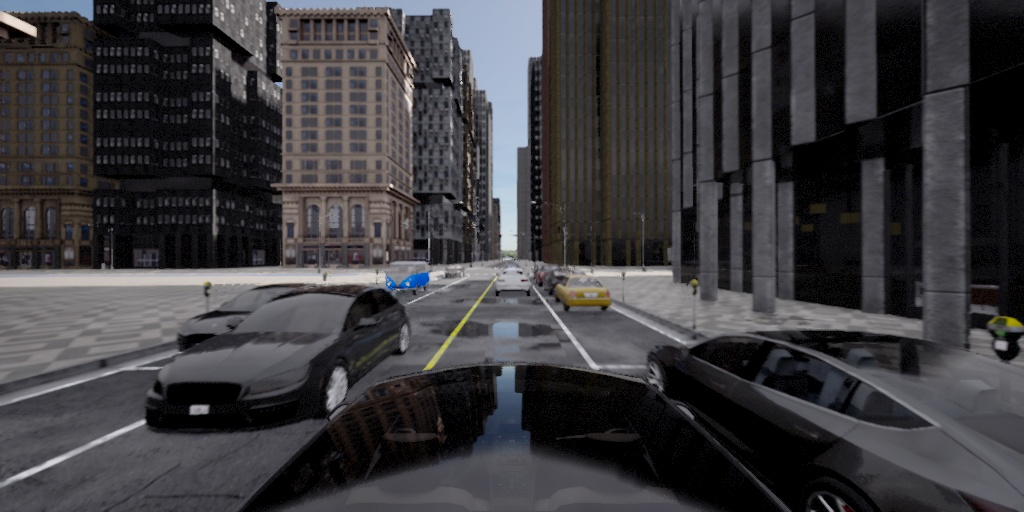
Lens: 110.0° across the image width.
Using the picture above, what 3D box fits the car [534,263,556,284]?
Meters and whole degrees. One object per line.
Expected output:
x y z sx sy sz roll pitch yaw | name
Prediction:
2.714 1.300 25.879 1.967 1.591 4.097 0 0 0 | car

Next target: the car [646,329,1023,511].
2.765 1.316 3.315 1.948 1.339 4.313 0 0 0 | car

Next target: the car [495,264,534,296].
0.048 1.367 20.157 1.812 1.442 4.674 0 0 0 | car

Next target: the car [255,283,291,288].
-5.773 1.370 8.935 1.948 1.339 4.313 0 0 0 | car

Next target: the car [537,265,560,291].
2.727 1.384 20.237 2.007 1.370 4.403 0 0 0 | car

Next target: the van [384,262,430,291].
-5.798 1.200 20.217 1.690 1.789 3.998 0 0 0 | van

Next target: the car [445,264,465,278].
-5.836 1.488 37.140 2.007 1.370 4.403 0 0 0 | car

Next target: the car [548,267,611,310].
2.739 1.332 14.767 1.751 1.417 4.829 0 0 0 | car

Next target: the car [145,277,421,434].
-3.104 1.286 5.984 1.837 1.490 4.892 0 0 0 | car
